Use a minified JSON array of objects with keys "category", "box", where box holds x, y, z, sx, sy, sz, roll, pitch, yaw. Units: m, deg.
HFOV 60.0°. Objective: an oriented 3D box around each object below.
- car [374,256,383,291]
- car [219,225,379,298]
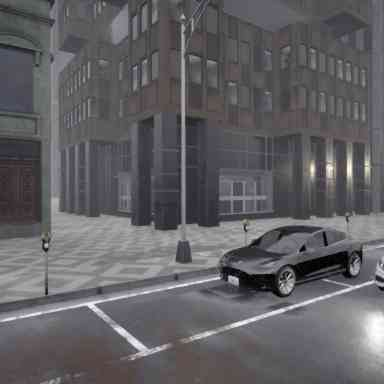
[{"category":"car","box":[6.123,1.526,7.733,4.674,1.442,1.812,0,0,-35]},{"category":"car","box":[2.684,1.566,8.556,4.313,1.339,1.947,0,0,-35]}]
